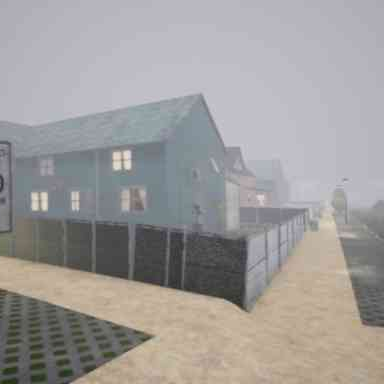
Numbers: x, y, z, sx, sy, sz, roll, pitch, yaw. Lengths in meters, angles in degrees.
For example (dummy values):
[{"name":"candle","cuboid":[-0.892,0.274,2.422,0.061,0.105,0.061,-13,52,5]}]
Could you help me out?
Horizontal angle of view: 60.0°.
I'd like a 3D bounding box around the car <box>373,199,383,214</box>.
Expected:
[{"name":"car","cuboid":[27.573,2.082,47.925,2.150,2.045,5.566,-1,-1,22]}]
